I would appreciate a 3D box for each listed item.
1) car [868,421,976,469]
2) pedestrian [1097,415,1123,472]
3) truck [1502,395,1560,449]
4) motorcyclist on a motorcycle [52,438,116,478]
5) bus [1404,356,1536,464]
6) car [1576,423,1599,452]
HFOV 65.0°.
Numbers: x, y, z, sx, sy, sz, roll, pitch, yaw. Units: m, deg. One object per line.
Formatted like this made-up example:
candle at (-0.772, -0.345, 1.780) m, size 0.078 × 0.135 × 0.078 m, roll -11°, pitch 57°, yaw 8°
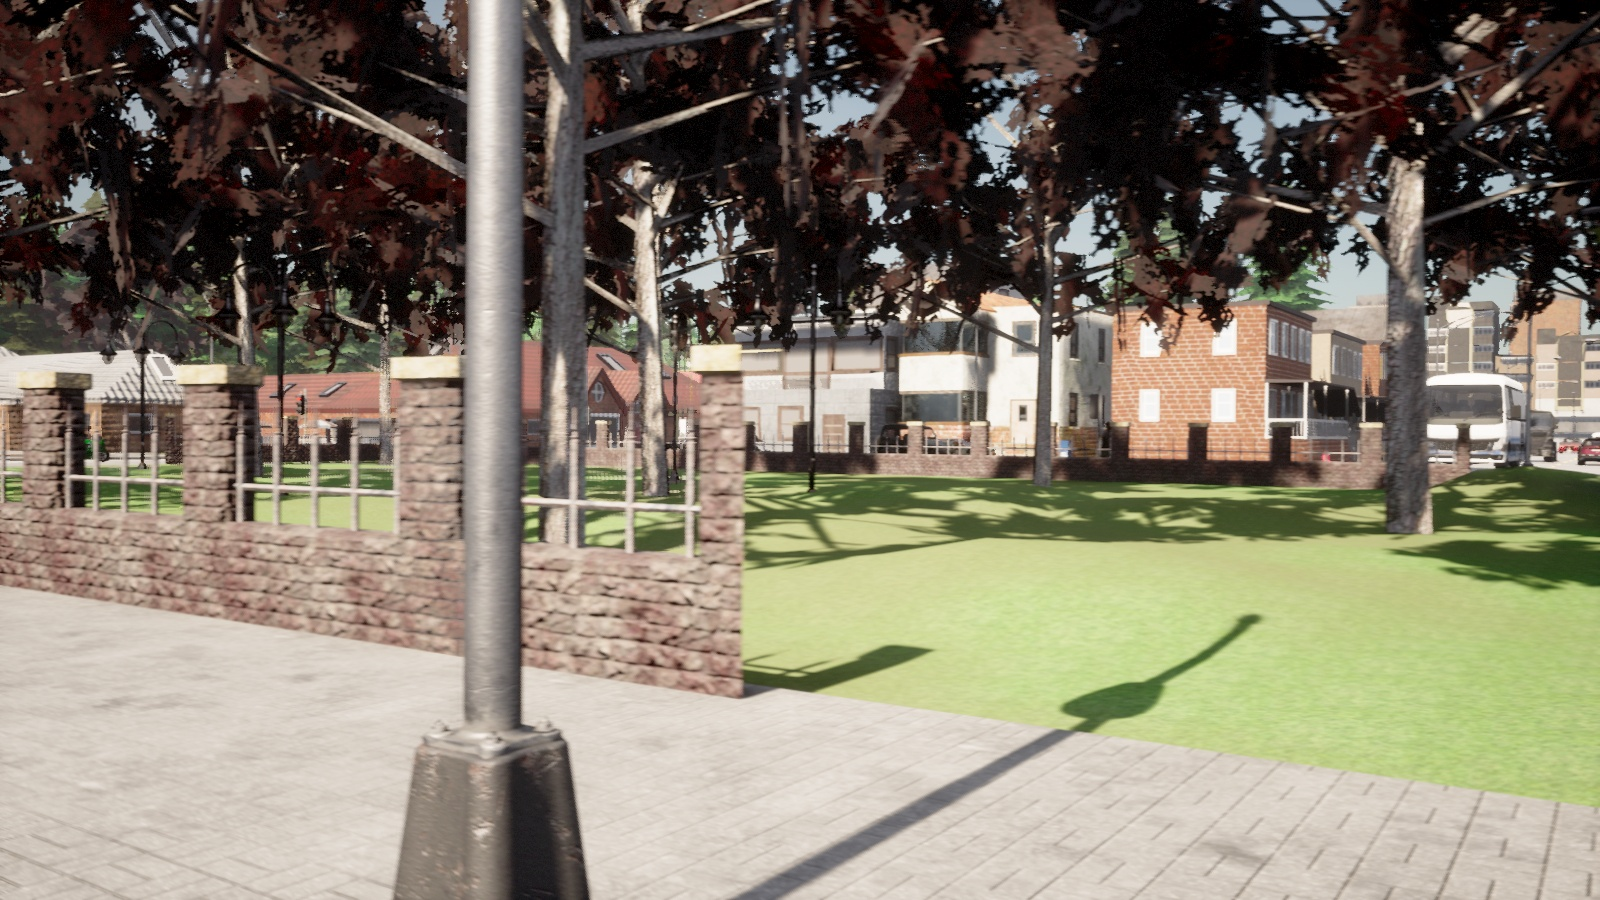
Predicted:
car at (4.892, -0.206, 50.460) m, size 3.866 × 1.878 × 1.905 m, roll 0°, pitch 1°, yaw 32°
pedestrian at (10.056, -0.205, 40.677) m, size 0.703 × 1.840 × 0.431 m, roll 0°, pitch 1°, yaw 34°
truck at (49.343, -1.854, 84.695) m, size 2.891 × 3.462 × 7.936 m, roll 0°, pitch 1°, yaw 34°
motorcyclist on a motorcycle at (-28.296, 0.292, 49.688) m, size 0.797 × 1.523 × 2.044 m, roll 0°, pitch 1°, yaw 32°
bus at (29.332, -1.657, 54.640) m, size 3.944 × 4.253 × 10.273 m, roll 0°, pitch 1°, yaw 34°
car at (47.013, -0.774, 73.972) m, size 2.033 × 1.649 × 4.856 m, roll 0°, pitch 1°, yaw 34°
